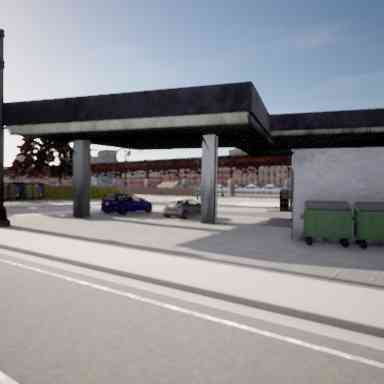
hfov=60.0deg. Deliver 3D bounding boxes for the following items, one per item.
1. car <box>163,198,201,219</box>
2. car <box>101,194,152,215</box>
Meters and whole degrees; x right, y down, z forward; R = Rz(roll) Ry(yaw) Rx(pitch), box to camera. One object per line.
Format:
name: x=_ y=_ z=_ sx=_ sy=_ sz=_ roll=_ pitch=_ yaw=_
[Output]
car: x=-0.400 y=1.228 z=25.577 sx=1.970 sy=1.475 sz=3.806 roll=1 pitch=1 yaw=37
car: x=-5.472 y=0.981 z=28.374 sx=2.242 sy=1.667 sz=4.611 roll=1 pitch=1 yaw=37
